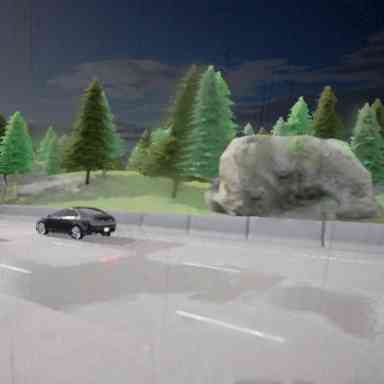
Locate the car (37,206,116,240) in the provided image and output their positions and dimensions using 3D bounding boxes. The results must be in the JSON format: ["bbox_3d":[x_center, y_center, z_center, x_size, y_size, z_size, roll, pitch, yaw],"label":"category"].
[{"bbox_3d":[-5.936,1.495,16.846,4.892,1.490,1.837,0,0,36],"label":"car"}]
